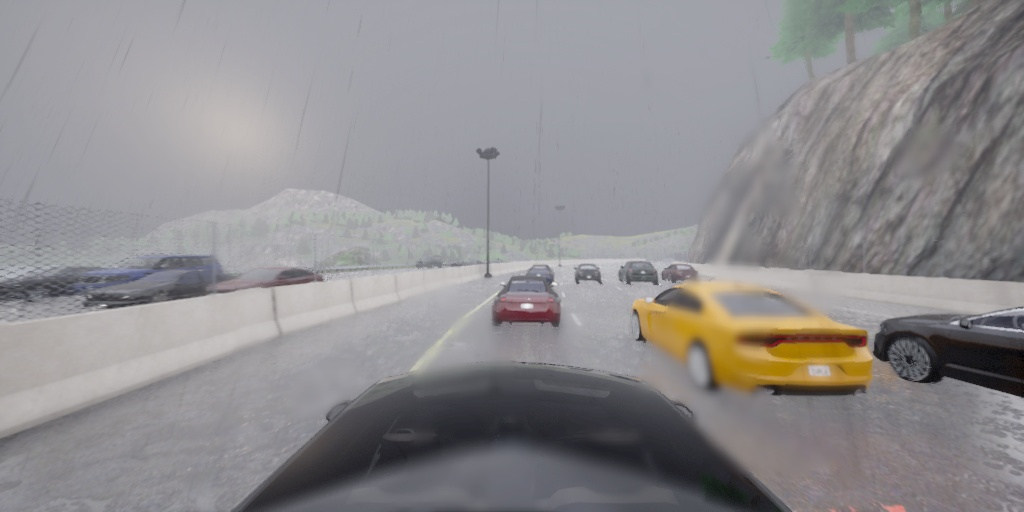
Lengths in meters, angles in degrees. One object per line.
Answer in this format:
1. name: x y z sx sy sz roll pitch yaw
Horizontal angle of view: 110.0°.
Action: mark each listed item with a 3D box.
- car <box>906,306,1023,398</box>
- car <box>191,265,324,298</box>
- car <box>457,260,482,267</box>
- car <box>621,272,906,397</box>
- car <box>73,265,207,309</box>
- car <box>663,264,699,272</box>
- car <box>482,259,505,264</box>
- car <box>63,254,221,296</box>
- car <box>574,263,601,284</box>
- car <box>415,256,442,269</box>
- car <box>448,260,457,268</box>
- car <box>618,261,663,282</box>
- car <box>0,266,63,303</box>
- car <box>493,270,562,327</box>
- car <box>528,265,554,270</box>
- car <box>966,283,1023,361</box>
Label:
1. car: 7.201 1.258 4.216 2.128 1.511 4.902 0 0 1
2. car: -9.973 1.206 14.939 1.882 1.535 5.008 0 0 5
3. car: -5.947 1.288 55.322 2.033 1.411 5.357 0 0 17
4. car: 3.771 1.236 6.777 1.882 1.535 5.008 0 0 2
5. car: -13.534 1.268 14.698 2.033 1.411 5.357 0 0 4
6. car: 12.860 1.306 27.526 1.812 1.442 4.674 0 0 9
7. car: -2.444 1.253 54.812 1.837 1.490 4.892 0 0 17
8. car: -16.828 0.935 17.233 2.150 2.045 5.566 0 0 5
9. car: 5.756 1.290 27.426 1.812 1.442 4.674 0 0 9
10. car: -12.966 0.946 56.312 2.150 2.045 5.566 0 0 17
11. car: -8.641 1.336 58.425 1.895 1.301 4.718 0 0 18
12. car: 9.113 1.124 26.199 2.097 1.767 4.553 0 0 8
13. car: -20.376 1.183 16.539 1.882 1.535 5.008 0 0 5
14. car: 0.518 1.316 11.630 1.994 1.385 4.181 0 0 3
15. car: 2.153 1.321 26.944 1.994 1.385 4.181 0 0 8
16. car: 10.723 1.300 5.432 1.812 1.442 4.674 0 0 1
